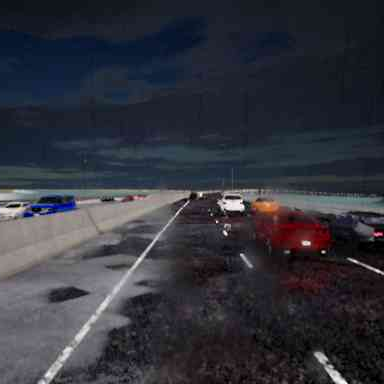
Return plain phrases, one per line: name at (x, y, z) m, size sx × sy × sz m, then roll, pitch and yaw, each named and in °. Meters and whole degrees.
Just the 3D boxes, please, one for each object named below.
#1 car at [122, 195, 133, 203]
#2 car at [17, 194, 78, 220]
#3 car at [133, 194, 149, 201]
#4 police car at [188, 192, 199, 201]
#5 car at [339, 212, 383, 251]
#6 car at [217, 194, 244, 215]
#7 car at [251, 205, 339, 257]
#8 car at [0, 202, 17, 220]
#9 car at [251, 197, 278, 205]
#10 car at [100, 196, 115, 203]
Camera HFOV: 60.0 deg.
car at (-13.128, 1.396, 68.829) m, size 1.882 × 1.535 × 5.008 m, roll 0°, pitch 0°, yaw 1°
car at (-10.476, 1.205, 25.099) m, size 2.150 × 2.045 × 5.566 m, roll 0°, pitch 0°, yaw 1°
car at (-9.713, 1.279, 65.767) m, size 2.097 × 1.767 × 4.553 m, roll 0°, pitch 0°, yaw 2°
police car at (0.150, 1.318, 80.714) m, size 1.930 × 1.638 × 5.238 m, roll 0°, pitch 0°, yaw 2°
car at (7.142, 1.540, 14.124) m, size 2.033 × 1.411 × 5.357 m, roll 0°, pitch 0°, yaw 0°
car at (3.813, 1.198, 33.236) m, size 2.150 × 2.045 × 5.566 m, roll 0°, pitch 0°, yaw 1°
car at (3.635, 1.471, 12.975) m, size 1.882 × 1.535 × 5.008 m, roll 0°, pitch 0°, yaw 0°
car at (-13.960, 1.508, 26.487) m, size 1.812 × 1.442 × 4.674 m, roll 0°, pitch 0°, yaw 1°
car at (7.322, 1.327, 33.856) m, size 2.097 × 1.767 × 4.553 m, roll 0°, pitch 0°, yaw 1°
car at (-16.700, 1.518, 65.953) m, size 1.895 × 1.301 × 4.718 m, roll 0°, pitch 0°, yaw 1°
